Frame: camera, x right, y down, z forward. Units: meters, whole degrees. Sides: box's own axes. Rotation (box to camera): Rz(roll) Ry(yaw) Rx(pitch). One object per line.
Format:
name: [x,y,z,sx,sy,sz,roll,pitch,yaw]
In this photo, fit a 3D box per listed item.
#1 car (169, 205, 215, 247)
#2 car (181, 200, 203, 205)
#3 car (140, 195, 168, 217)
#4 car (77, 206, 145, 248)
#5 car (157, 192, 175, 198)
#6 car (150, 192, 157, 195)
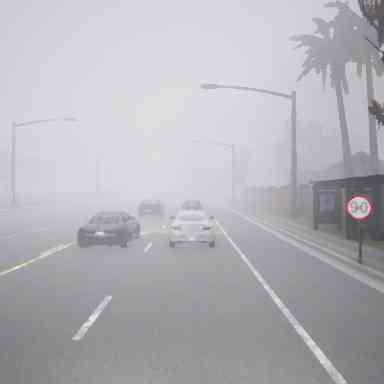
car: [0.000,1.499,14.647,1.812,1.442,4.674,0,0,0]
car: [0.000,1.408,29.645,2.033,1.411,5.357,0,1,0]
car: [-3.500,1.329,29.644,1.882,1.535,5.008,0,1,0]
car: [-3.500,1.538,14.647,1.994,1.385,4.181,0,0,0]
car: [-5.785,0.778,80.880,2.128,1.511,4.902,0,1,22]
car: [-8.930,0.782,82.417,2.128,1.511,4.902,0,1,22]
